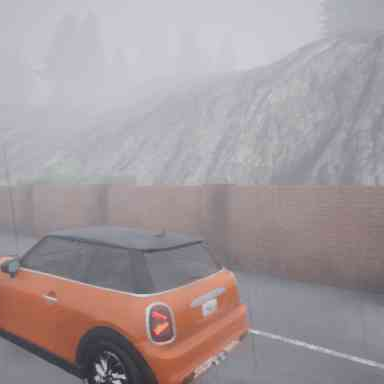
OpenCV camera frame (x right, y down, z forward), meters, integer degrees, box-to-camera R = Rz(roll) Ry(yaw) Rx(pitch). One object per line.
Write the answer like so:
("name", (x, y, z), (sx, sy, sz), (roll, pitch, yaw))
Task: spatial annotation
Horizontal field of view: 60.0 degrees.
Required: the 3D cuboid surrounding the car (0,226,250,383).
("car", (-1.524, 1.310, 5.032), (4.553, 1.767, 2.097), (1, 1, 35))
